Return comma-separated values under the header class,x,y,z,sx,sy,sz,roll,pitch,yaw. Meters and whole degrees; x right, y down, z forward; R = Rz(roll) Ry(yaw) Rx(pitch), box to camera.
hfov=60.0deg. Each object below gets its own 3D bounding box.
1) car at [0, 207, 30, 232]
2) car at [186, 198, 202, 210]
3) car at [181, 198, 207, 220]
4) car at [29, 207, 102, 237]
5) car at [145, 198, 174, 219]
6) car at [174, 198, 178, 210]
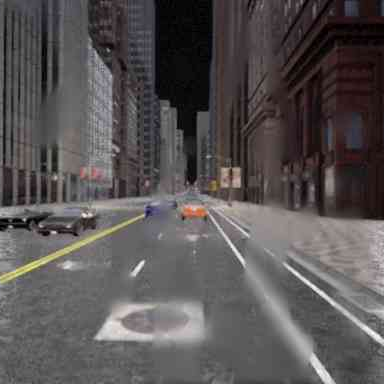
class,x,y,z,sx,sy,sz,roll,pitch,yaw
car,-9.733,1.577,20.086,1.895,1.301,4.718,0,0,1
car,0.304,1.594,45.194,2.128,1.511,4.902,0,0,1
car,0.212,1.404,28.615,2.097,1.767,4.553,0,0,1
car,-6.499,1.538,18.341,2.033,1.411,5.357,0,0,0
car,-3.023,1.514,30.032,1.882,1.535,5.008,0,0,1
car,-2.950,1.574,44.740,2.128,1.511,4.902,0,0,1
